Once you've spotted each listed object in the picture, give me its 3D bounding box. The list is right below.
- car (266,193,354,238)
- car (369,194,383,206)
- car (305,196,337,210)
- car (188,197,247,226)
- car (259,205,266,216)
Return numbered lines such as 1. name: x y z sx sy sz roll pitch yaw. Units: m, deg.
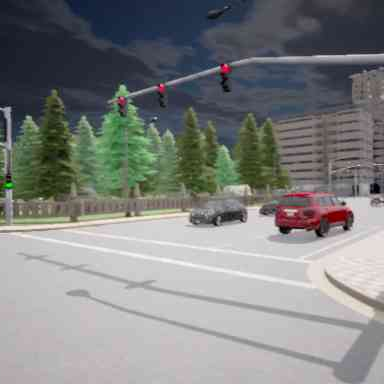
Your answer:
1. car: 6.335 1.068 17.032 2.150 2.045 5.566 -1 0 44
2. car: 24.442 1.017 43.131 1.812 1.442 4.674 -1 0 41
3. car: 14.446 1.225 37.131 1.994 1.385 4.181 -1 0 41
4. car: 1.798 1.250 22.404 2.097 1.767 4.553 -1 0 41
5. car: 8.061 1.328 29.706 2.033 1.411 5.357 -1 0 41
